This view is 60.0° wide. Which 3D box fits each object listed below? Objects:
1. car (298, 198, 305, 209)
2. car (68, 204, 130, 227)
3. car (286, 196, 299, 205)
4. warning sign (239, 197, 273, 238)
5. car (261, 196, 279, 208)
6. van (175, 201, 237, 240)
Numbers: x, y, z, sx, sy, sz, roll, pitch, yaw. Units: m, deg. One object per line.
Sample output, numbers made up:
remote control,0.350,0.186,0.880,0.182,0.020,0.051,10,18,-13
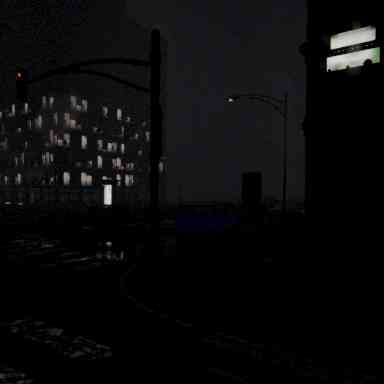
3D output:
car,15.591,1.442,42.344,1.837,1.490,4.892,1,1,36
car,-5.999,1.467,21.879,1.947,1.339,4.313,1,1,35
car,16.349,1.364,53.300,1.752,1.417,4.829,1,1,35
warning sign,3.115,1.177,16.125,1.300,1.860,1.060,1,1,35
car,10.035,1.293,44.420,1.967,1.590,4.097,1,1,35
van,0.833,1.368,17.019,1.690,1.788,3.998,1,1,35
